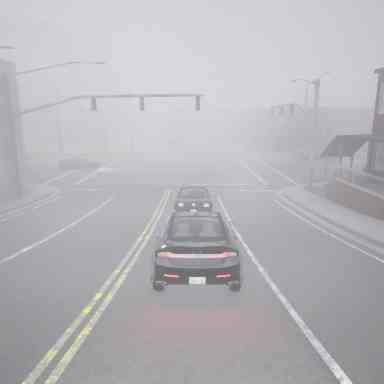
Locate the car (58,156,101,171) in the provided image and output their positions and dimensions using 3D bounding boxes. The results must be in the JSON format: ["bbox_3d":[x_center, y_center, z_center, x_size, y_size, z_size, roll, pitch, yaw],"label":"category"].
[{"bbox_3d":[-11.713,-3.004,34.652,4.181,1.385,1.994,0,12,0],"label":"car"}]

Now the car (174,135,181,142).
[{"bbox_3d":[-3.488,-10.621,69.213,1.994,1.385,4.181,0,12,0],"label":"car"}]

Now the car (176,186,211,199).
[{"bbox_3d":[0.087,0.327,18.078,1.895,1.301,4.718,0,8,0],"label":"car"}]

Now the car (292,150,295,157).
[{"bbox_3d":[15.976,-5.491,44.963,4.553,1.767,2.097,0,12,0],"label":"car"}]

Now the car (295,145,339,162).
[{"bbox_3d":[15.809,-4.739,41.545,4.553,1.767,2.097,0,12,0],"label":"car"}]

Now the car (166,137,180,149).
[{"bbox_3d":[-3.559,-8.508,59.390,1.837,1.490,4.892,0,12,0],"label":"car"}]

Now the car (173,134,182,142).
[{"bbox_3d":[-3.486,-12.838,79.044,1.837,1.490,4.892,0,12,0],"label":"car"}]

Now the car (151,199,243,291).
[{"bbox_3d":[0.100,1.221,8.372,2.128,1.511,4.902,0,4,0],"label":"car"}]
